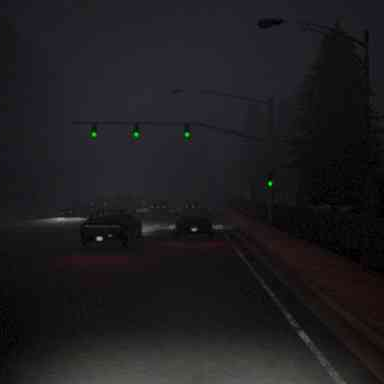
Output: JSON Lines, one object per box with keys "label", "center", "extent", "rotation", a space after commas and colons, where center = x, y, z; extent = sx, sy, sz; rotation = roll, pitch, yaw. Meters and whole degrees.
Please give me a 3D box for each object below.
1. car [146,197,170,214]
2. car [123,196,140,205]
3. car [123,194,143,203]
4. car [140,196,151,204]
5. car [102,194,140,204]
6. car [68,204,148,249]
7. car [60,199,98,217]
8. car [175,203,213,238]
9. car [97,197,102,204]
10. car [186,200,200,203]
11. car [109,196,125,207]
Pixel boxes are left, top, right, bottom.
{"label": "car", "center": [-3.405, 1.562, 36.182], "extent": [2.033, 1.411, 5.357], "rotation": [0, 0, 0]}
{"label": "car", "center": [-11.072, 1.550, 60.635], "extent": [1.812, 1.442, 4.674], "rotation": [0, 0, -25]}
{"label": "car", "center": [-12.322, 1.383, 69.098], "extent": [2.097, 1.767, 4.553], "rotation": [0, 0, -41]}
{"label": "car", "center": [-7.292, 1.370, 45.798], "extent": [2.097, 1.767, 4.553], "rotation": [0, 0, -3]}
{"label": "car", "center": [-7.060, 1.235, 33.741], "extent": [2.150, 2.045, 5.566], "rotation": [0, 0, 1]}
{"label": "car", "center": [-3.403, 1.497, 14.663], "extent": [2.128, 1.511, 4.902], "rotation": [0, 0, 0]}
{"label": "car", "center": [-10.579, 1.576, 30.909], "extent": [1.994, 1.385, 4.181], "rotation": [0, 0, 0]}
{"label": "car", "center": [0.098, 1.533, 17.600], "extent": [1.812, 1.442, 4.674], "rotation": [0, 0, 0]}
{"label": "car", "center": [-10.605, 1.368, 39.610], "extent": [2.097, 1.767, 4.553], "rotation": [0, 0, 0]}
{"label": "car", "center": [0.096, 1.563, 36.934], "extent": [2.033, 1.411, 5.357], "rotation": [0, 0, 0]}
{"label": "car", "center": [-12.190, 1.512, 53.863], "extent": [2.128, 1.511, 4.902], "rotation": [0, 0, -17]}
